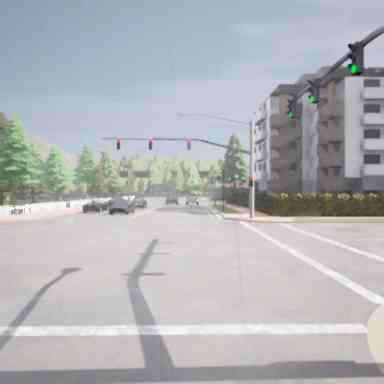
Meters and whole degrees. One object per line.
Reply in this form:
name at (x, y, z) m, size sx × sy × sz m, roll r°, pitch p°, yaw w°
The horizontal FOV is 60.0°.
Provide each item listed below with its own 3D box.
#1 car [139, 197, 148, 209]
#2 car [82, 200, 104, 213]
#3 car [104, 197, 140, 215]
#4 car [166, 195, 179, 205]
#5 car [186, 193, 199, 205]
car at (-7.029, 1.477, 43.833) m, size 2.128 × 1.511 × 4.902 m, roll 0°, pitch 0°, yaw 0°
car at (-10.532, 1.590, 36.715) m, size 1.895 × 1.301 × 4.718 m, roll 0°, pitch 0°, yaw 0°
car at (-7.046, 1.537, 34.126) m, size 2.033 × 1.411 × 5.357 m, roll 0°, pitch 0°, yaw 1°
car at (-3.436, 1.334, 58.092) m, size 2.097 × 1.767 × 4.553 m, roll 0°, pitch 0°, yaw 0°
car at (0.064, 1.204, 58.162) m, size 2.150 × 2.045 × 5.566 m, roll 0°, pitch 0°, yaw 0°
